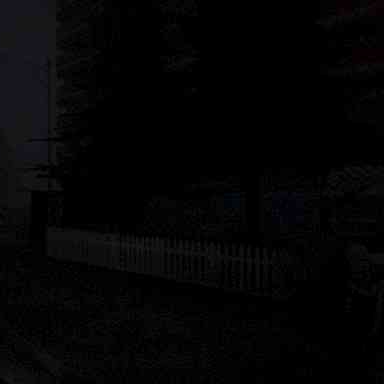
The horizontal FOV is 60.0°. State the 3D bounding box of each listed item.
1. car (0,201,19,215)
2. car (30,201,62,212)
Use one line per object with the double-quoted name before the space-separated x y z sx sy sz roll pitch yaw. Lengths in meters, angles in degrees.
"car" -19.850 1.689 34.076 1.882 1.535 5.008 0 0 5
"car" -15.764 1.425 37.570 2.150 2.045 5.566 -1 0 12
